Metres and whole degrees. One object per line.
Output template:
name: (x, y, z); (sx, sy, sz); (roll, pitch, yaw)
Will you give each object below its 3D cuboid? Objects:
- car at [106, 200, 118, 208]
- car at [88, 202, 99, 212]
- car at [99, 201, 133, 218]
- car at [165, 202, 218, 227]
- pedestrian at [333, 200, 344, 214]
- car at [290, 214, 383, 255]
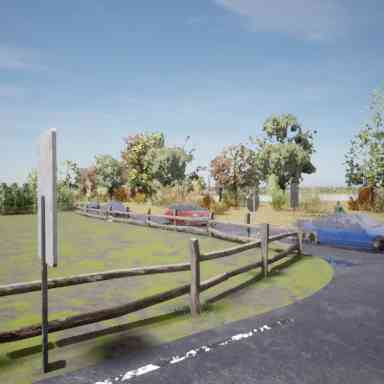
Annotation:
car: (-15.224, 2.288, 62.821); (1.812, 1.442, 4.674); (-1, 0, -18)
car: (-15.040, 2.212, 51.179); (2.033, 1.411, 5.357); (0, 0, -16)
car: (-8.074, 2.011, 36.037); (2.033, 1.411, 5.357); (-1, 0, -31)
car: (-0.132, 1.619, 24.101); (2.097, 1.767, 4.553); (-1, 0, -34)
pedestrian: (9.245, 1.410, 21.028); (0.375, 1.860, 0.375); (-2, 1, -35)
car: (6.774, 1.647, 14.132); (2.033, 1.411, 5.357); (-1, 0, -35)
